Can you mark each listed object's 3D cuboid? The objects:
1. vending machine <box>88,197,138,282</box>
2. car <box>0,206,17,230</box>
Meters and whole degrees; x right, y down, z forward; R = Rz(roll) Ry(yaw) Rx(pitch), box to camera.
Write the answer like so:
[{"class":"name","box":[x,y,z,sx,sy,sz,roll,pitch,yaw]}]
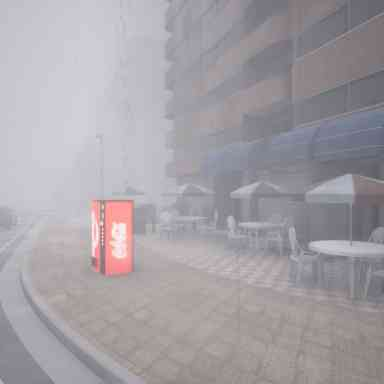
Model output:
[{"class":"vending machine","box":[-2.149,1.195,8.982,1.100,2.100,0.880,0,0,-31]},{"class":"car","box":[-12.217,1.564,20.784,1.994,1.385,4.181,0,0,-22]}]
